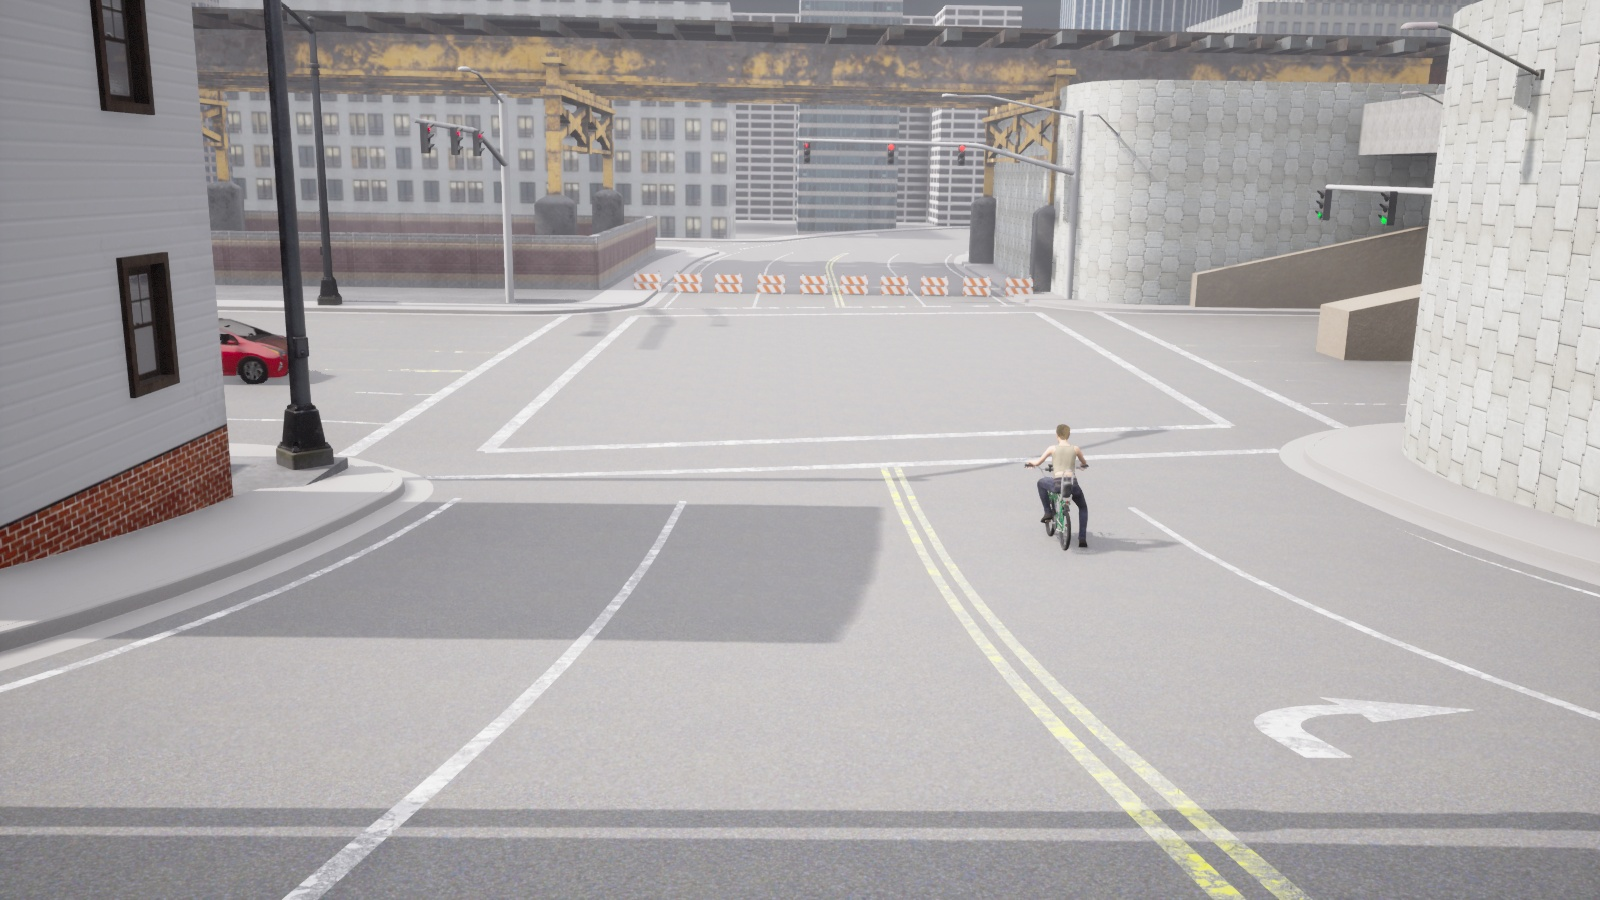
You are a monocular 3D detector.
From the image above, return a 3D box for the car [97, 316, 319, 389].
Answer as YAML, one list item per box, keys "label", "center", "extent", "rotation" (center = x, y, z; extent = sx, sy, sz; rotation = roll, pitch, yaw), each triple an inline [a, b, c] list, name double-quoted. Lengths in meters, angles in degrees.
- label: "car"
  center: [-14.805, -2.476, 31.631]
  extent: [4.514, 1.525, 2.007]
  rotation: [0, 12, 0]

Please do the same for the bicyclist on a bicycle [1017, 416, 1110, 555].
- label: "bicyclist on a bicycle"
  center: [3.445, 0.432, 16.594]
  extent: [0.866, 1.612, 1.509]
  rotation: [0, 7, 0]
